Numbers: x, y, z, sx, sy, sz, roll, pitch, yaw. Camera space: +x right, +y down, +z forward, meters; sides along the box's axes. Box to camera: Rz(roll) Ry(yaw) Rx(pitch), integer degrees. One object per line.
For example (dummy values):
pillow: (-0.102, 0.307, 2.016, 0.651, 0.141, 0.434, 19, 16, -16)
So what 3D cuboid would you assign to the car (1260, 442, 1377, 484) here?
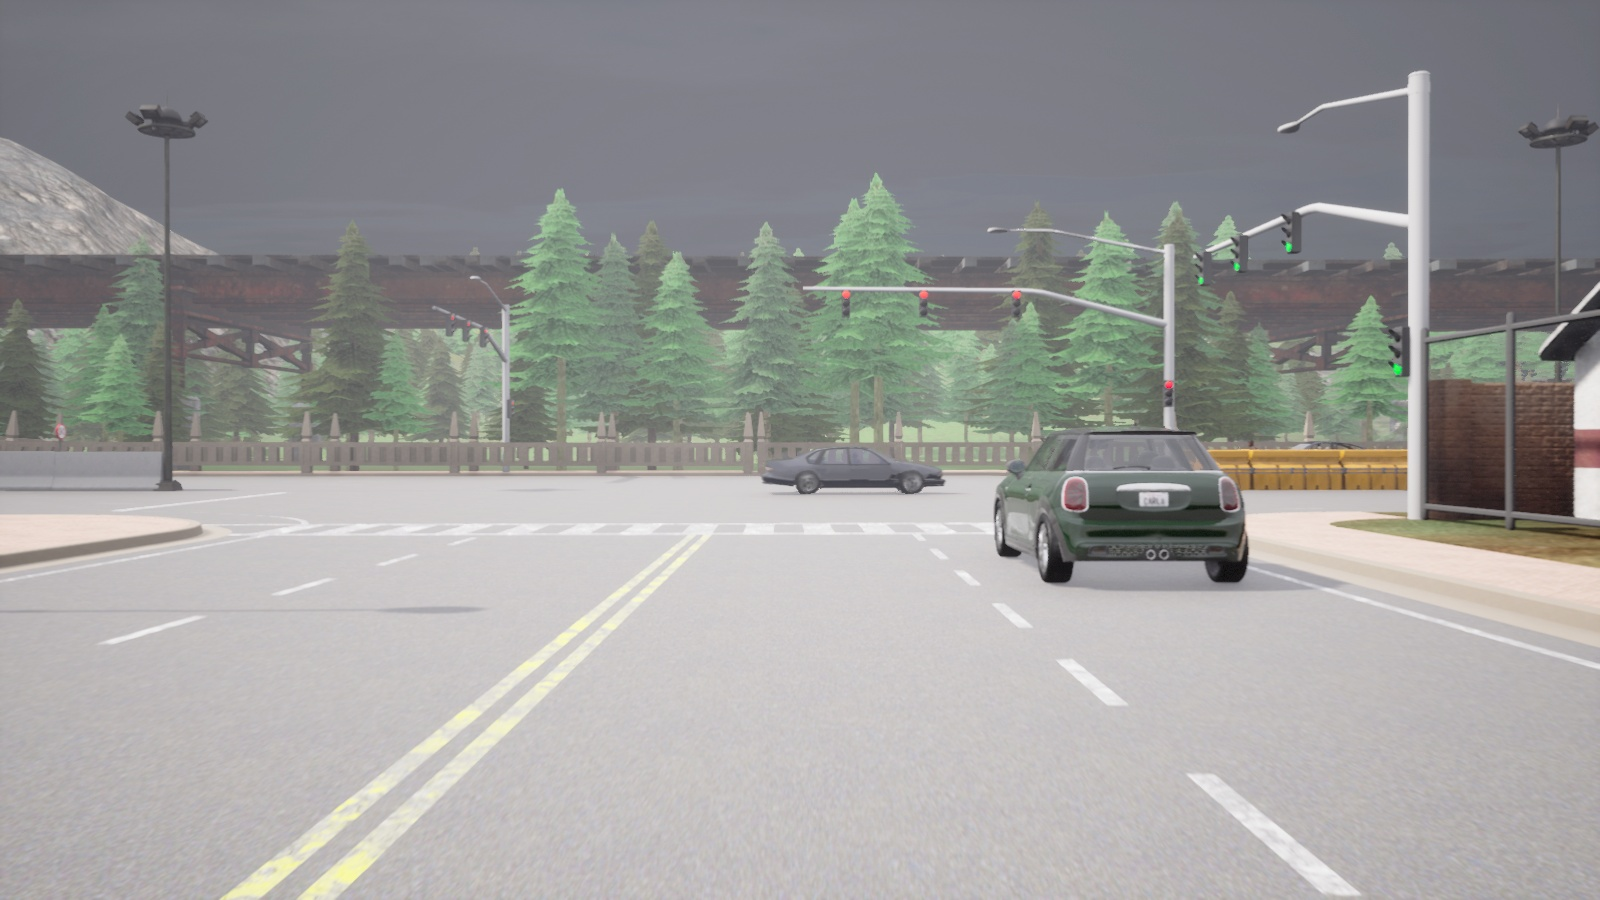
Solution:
car: (19.650, 0.472, 47.690, 3.705, 1.549, 1.789, 0, 0, -1)

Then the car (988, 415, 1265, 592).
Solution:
car: (3.600, 0.524, 14.827, 2.097, 1.767, 4.553, 0, 0, 0)

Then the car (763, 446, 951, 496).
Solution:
car: (1.600, 0.588, 36.731, 5.357, 1.411, 2.033, 0, 0, -1)
